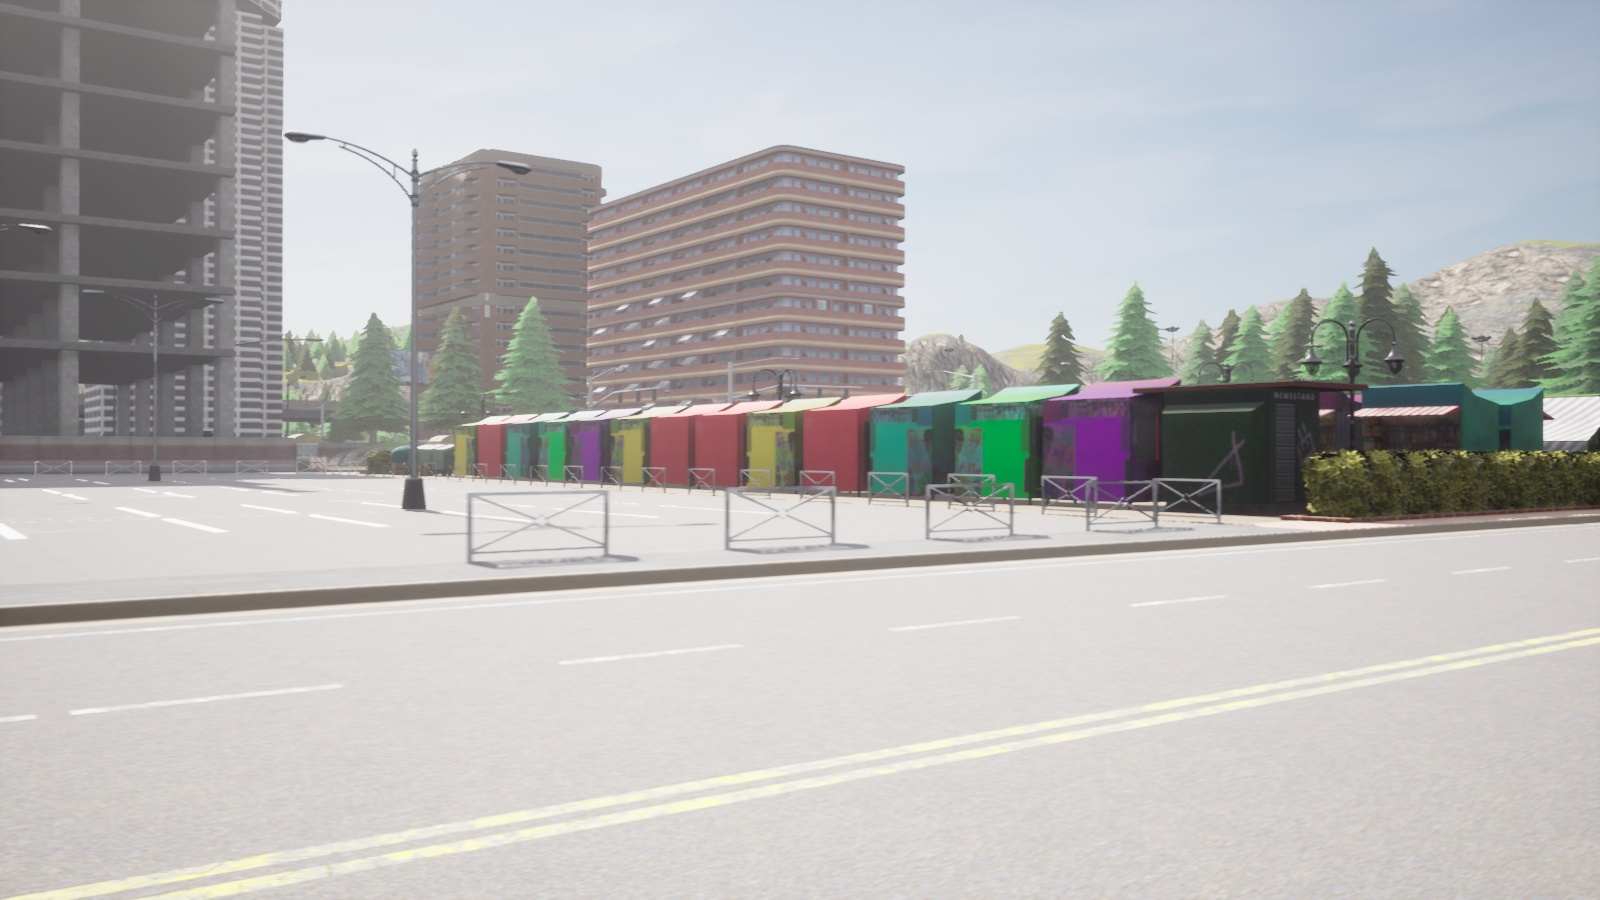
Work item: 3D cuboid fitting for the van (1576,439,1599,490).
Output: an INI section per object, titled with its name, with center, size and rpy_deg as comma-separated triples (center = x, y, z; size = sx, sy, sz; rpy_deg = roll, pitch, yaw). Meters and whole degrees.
[van]
center = 32.576, 0.547, 48.171
size = 1.775, 1.987, 4.442
rpy_deg = 0, 0, -36
